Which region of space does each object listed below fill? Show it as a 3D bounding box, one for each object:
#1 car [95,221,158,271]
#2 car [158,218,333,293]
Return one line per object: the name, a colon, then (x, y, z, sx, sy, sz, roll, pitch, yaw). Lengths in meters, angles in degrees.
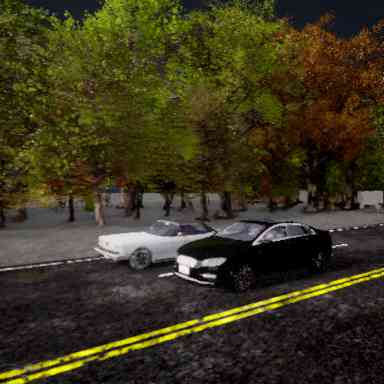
car: (-0.721, 1.609, 11.157, 4.718, 1.301, 1.895, 0, 0, -36)
car: (1.813, 1.497, 8.971, 4.902, 1.511, 2.128, 0, 0, -36)
